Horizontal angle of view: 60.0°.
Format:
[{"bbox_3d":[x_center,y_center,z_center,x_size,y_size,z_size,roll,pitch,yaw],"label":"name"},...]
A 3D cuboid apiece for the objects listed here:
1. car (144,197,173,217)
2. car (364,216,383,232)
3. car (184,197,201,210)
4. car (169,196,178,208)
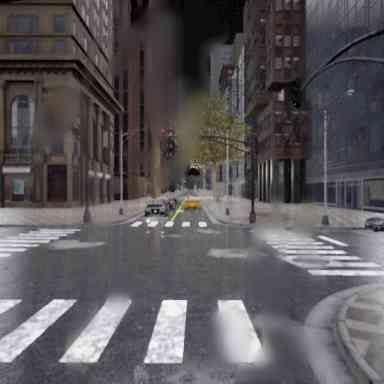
[{"bbox_3d":[-3.129,1.471,30.339,1.994,1.385,4.181,0,0,0],"label":"car"},{"bbox_3d":[11.910,1.621,18.394,4.403,1.369,2.008,0,0,0],"label":"car"},{"bbox_3d":[0.054,1.309,40.963,1.882,1.535,5.008,0,0,0],"label":"car"},{"bbox_3d":[-3.140,1.433,40.837,1.895,1.301,4.718,0,0,0],"label":"car"}]
